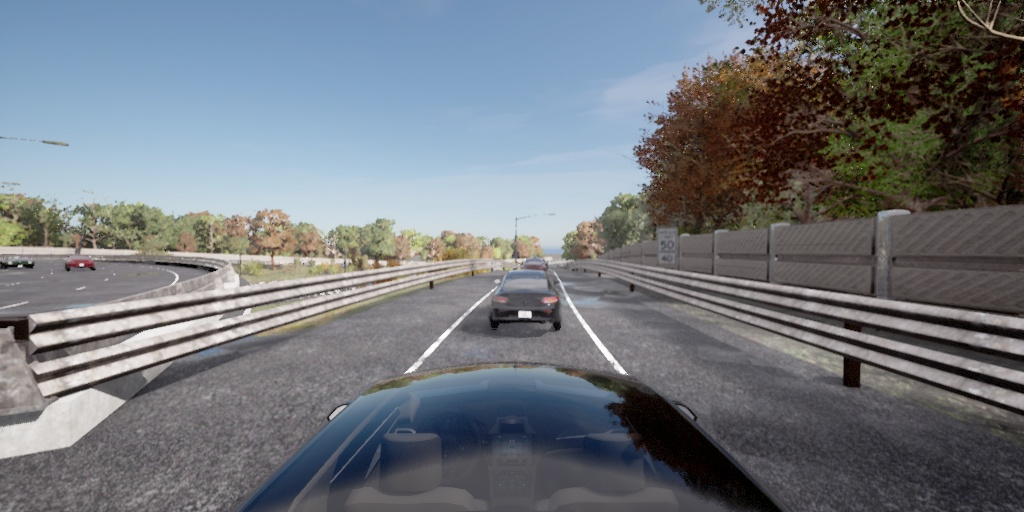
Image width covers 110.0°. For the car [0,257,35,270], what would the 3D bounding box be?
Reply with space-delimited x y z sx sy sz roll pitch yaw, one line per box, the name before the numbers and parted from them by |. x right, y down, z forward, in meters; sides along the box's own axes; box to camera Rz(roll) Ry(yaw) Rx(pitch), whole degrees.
car | -51.950 0.719 37.633 4.718 1.301 1.895 1 1 31

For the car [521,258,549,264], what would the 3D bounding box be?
car | 1.573 0.924 25.724 1.812 1.442 4.674 0 0 5

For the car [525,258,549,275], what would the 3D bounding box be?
car | 2.374 0.922 33.276 2.128 1.511 4.902 0 -1 5

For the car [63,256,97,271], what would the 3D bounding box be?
car | -43.429 0.674 36.000 4.674 1.442 1.812 1 1 37

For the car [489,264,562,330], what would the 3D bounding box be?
car | 0.429 1.125 10.472 1.812 1.442 4.674 0 1 3
